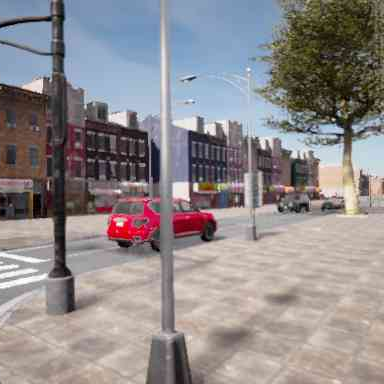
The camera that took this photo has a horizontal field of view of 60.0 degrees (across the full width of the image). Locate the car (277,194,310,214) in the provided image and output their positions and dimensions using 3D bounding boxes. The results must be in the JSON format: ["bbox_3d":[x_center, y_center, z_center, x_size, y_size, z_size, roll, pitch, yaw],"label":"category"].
[{"bbox_3d":[11.223,1.250,36.448,2.150,2.045,5.566,-1,0,36],"label":"car"}]

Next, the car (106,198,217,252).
[{"bbox_3d":[-1.085,1.257,14.358,2.150,2.045,5.566,-1,-1,36],"label":"car"}]

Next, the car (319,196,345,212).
[{"bbox_3d":[16.387,1.501,38.719,1.812,1.442,4.674,-1,-1,36],"label":"car"}]

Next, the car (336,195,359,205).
[{"bbox_3d":[22.352,1.447,47.146,2.128,1.511,4.902,-1,0,36],"label":"car"}]
